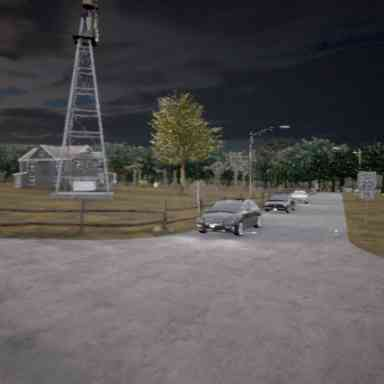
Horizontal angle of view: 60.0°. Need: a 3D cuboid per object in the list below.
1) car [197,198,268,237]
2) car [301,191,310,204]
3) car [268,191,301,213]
[{"bbox_3d":[1.917,1.076,15.604,1.837,1.490,4.892,1,2,27],"label":"car"},{"bbox_3d":[12.781,0.605,39.331,1.812,1.442,4.674,1,1,24],"label":"car"},{"bbox_3d":[7.309,0.865,27.125,2.033,1.411,5.357,1,2,25],"label":"car"}]
